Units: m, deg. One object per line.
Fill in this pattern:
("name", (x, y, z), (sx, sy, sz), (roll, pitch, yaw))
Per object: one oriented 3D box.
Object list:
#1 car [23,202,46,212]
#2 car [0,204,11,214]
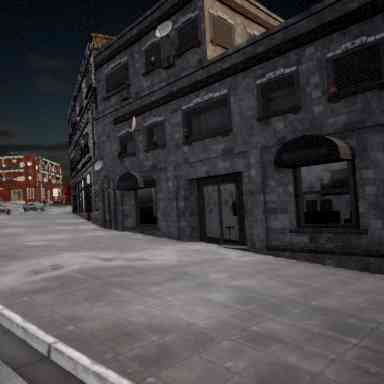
("car", (-24.102, 2.254, 51.037), (2.128, 1.511, 4.902), (-3, -1, -3))
("car", (-23.133, 2.075, 39.201), (1.812, 1.442, 4.674), (-3, -1, -5))
